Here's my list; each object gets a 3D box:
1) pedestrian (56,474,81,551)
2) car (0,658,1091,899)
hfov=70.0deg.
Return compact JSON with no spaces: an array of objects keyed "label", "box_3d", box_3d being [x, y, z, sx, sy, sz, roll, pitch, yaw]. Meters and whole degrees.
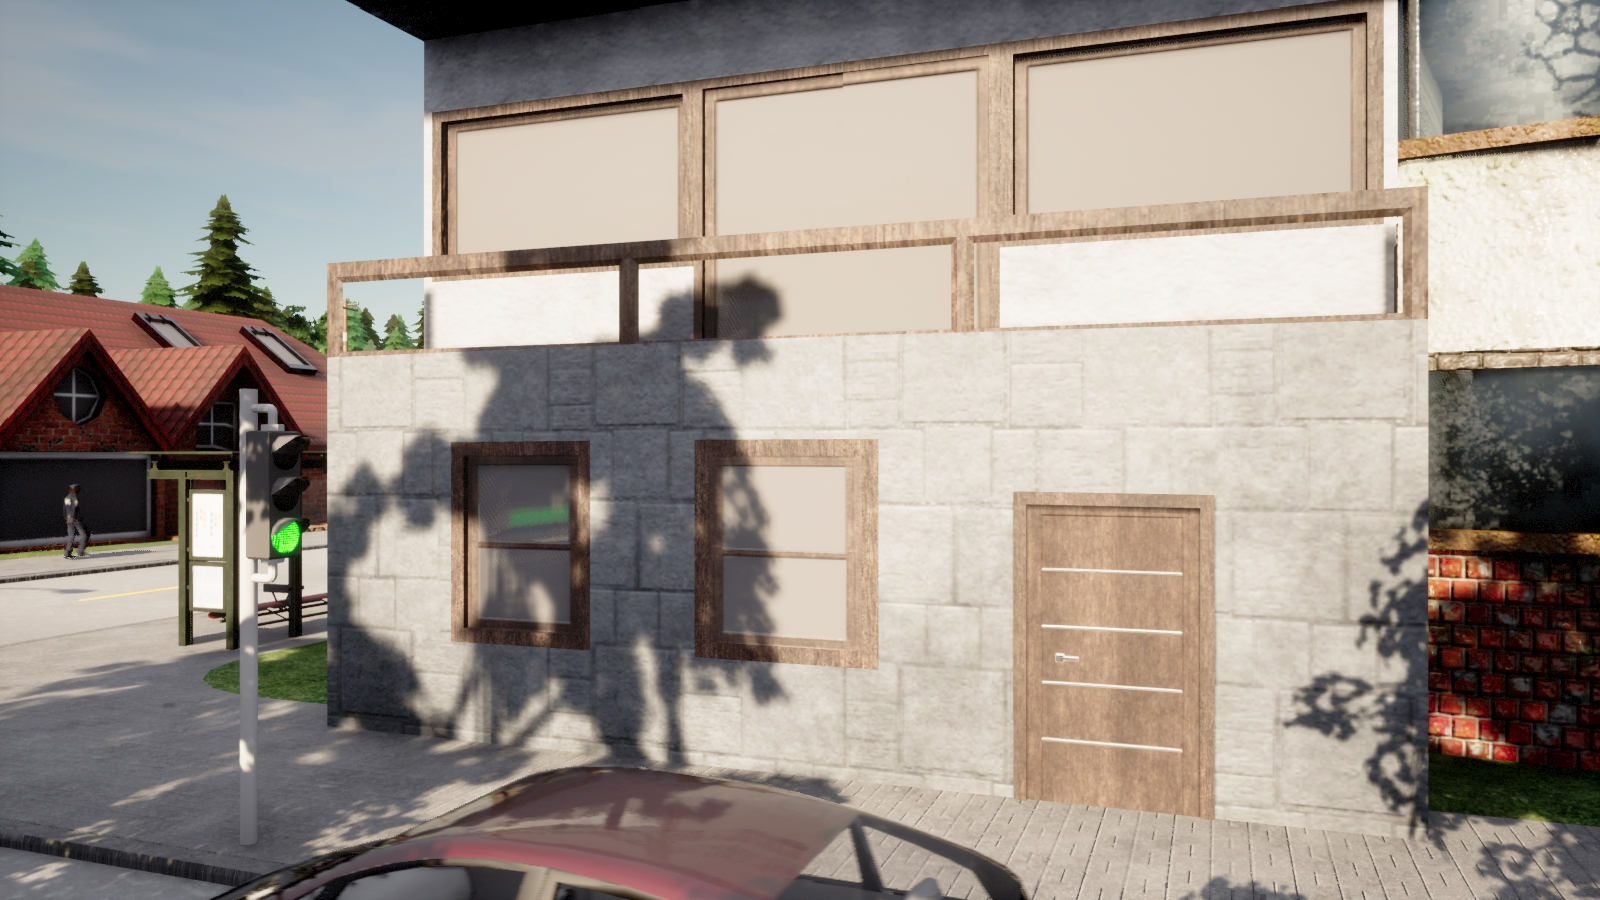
[{"label":"pedestrian","box_3d":[-17.909,1.524,27.971,0.375,1.860,0.375,0,0,23]},{"label":"car","box_3d":[-0.939,1.806,4.164,3.705,1.549,1.789,0,0,20]}]
